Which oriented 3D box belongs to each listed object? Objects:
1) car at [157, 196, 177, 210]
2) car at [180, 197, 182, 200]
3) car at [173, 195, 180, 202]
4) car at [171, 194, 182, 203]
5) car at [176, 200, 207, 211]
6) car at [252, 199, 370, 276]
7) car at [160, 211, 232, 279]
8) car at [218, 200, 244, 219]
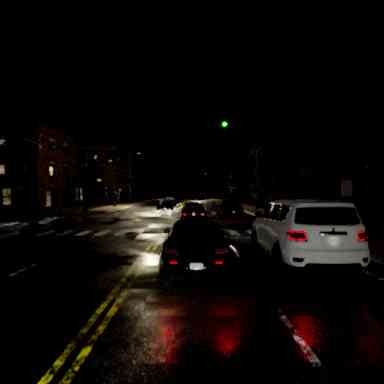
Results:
[{"bbox_3d":[-3.338,1.559,42.431,1.994,1.385,4.181,0,0,0],"label":"car"},{"bbox_3d":[-3.301,1.559,60.672,1.994,1.385,4.181,0,0,0],"label":"car"},{"bbox_3d":[-3.346,1.486,51.210,2.128,1.511,4.902,0,0,0],"label":"car"},{"bbox_3d":[-3.316,1.350,70.794,2.097,1.767,4.553,0,0,0],"label":"car"},{"bbox_3d":[0.121,1.544,24.827,2.033,1.411,5.357,0,0,0],"label":"car"},{"bbox_3d":[3.358,1.220,10.527,2.150,2.045,5.566,0,0,0],"label":"car"},{"bbox_3d":[0.108,1.524,9.869,1.812,1.442,4.674,0,0,0],"label":"car"},{"bbox_3d":[3.372,1.473,29.438,1.882,1.535,5.008,0,0,0],"label":"car"}]
